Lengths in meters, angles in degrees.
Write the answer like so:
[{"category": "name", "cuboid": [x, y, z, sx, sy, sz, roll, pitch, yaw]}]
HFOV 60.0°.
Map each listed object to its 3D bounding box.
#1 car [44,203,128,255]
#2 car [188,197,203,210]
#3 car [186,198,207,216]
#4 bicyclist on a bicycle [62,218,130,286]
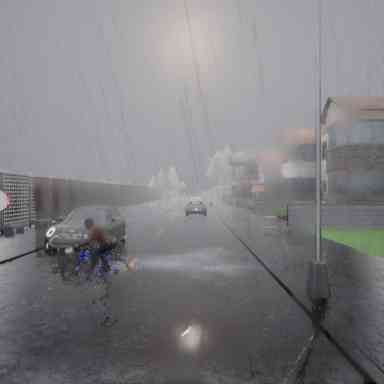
[{"category": "car", "cuboid": [-3.979, 1.352, 13.153, 2.097, 1.767, 4.553, 0, 0, 1]}, {"category": "car", "cuboid": [0.493, 1.477, 44.780, 1.882, 1.535, 5.008, 0, 0, 1]}, {"category": "car", "cuboid": [0.391, 1.564, 32.735, 1.994, 1.385, 4.181, 0, 0, 0]}, {"category": "bicyclist on a bicycle", "cuboid": [-2.289, 1.452, 7.923, 1.656, 1.620, 0.582, 0, 0, 1]}]
